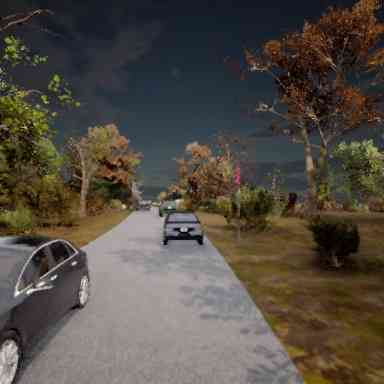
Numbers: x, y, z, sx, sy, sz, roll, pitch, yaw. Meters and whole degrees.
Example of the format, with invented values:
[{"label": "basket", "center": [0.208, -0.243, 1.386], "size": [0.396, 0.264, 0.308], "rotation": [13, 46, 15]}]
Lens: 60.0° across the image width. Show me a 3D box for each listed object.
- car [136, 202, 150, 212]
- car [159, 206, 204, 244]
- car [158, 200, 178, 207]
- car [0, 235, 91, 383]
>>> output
[{"label": "car", "center": [-7.007, 2.094, 47.732], "size": [1.994, 1.385, 4.181], "rotation": [0, -1, -7]}, {"label": "car", "center": [-0.502, 1.626, 16.256], "size": [2.033, 1.411, 5.357], "rotation": [0, -1, -4]}, {"label": "car", "center": [-2.576, 1.683, 36.508], "size": [2.097, 1.767, 4.553], "rotation": [0, -1, -7]}, {"label": "car", "center": [-2.972, 1.517, 5.089], "size": [1.837, 1.490, 4.892], "rotation": [0, 0, -1]}]
